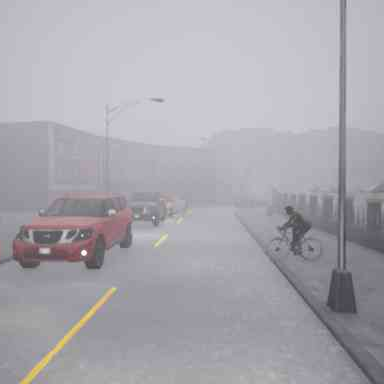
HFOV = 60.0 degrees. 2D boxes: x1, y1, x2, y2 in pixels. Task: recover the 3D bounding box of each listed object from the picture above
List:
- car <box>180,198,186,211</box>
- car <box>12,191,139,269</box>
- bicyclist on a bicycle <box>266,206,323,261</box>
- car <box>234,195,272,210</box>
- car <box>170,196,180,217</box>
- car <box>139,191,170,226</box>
[{"bbox_3d":[-1.854,1.170,31.603,1.812,1.442,4.674,0,1,15],"label":"car"},{"bbox_3d":[-3.521,1.092,11.075,2.150,2.045,5.566,0,1,3],"label":"car"},{"bbox_3d":[3.016,1.233,9.790,1.656,1.620,0.582,0,1,3],"label":"bicyclist on a bicycle"},{"bbox_3d":[6.934,1.093,36.300,4.902,1.511,2.128,0,0,-19],"label":"car"},{"bbox_3d":[-2.441,1.056,27.179,2.097,1.767,4.553,0,1,3],"label":"car"},{"bbox_3d":[-2.988,0.977,21.430,2.150,2.045,5.566,0,1,2],"label":"car"}]
